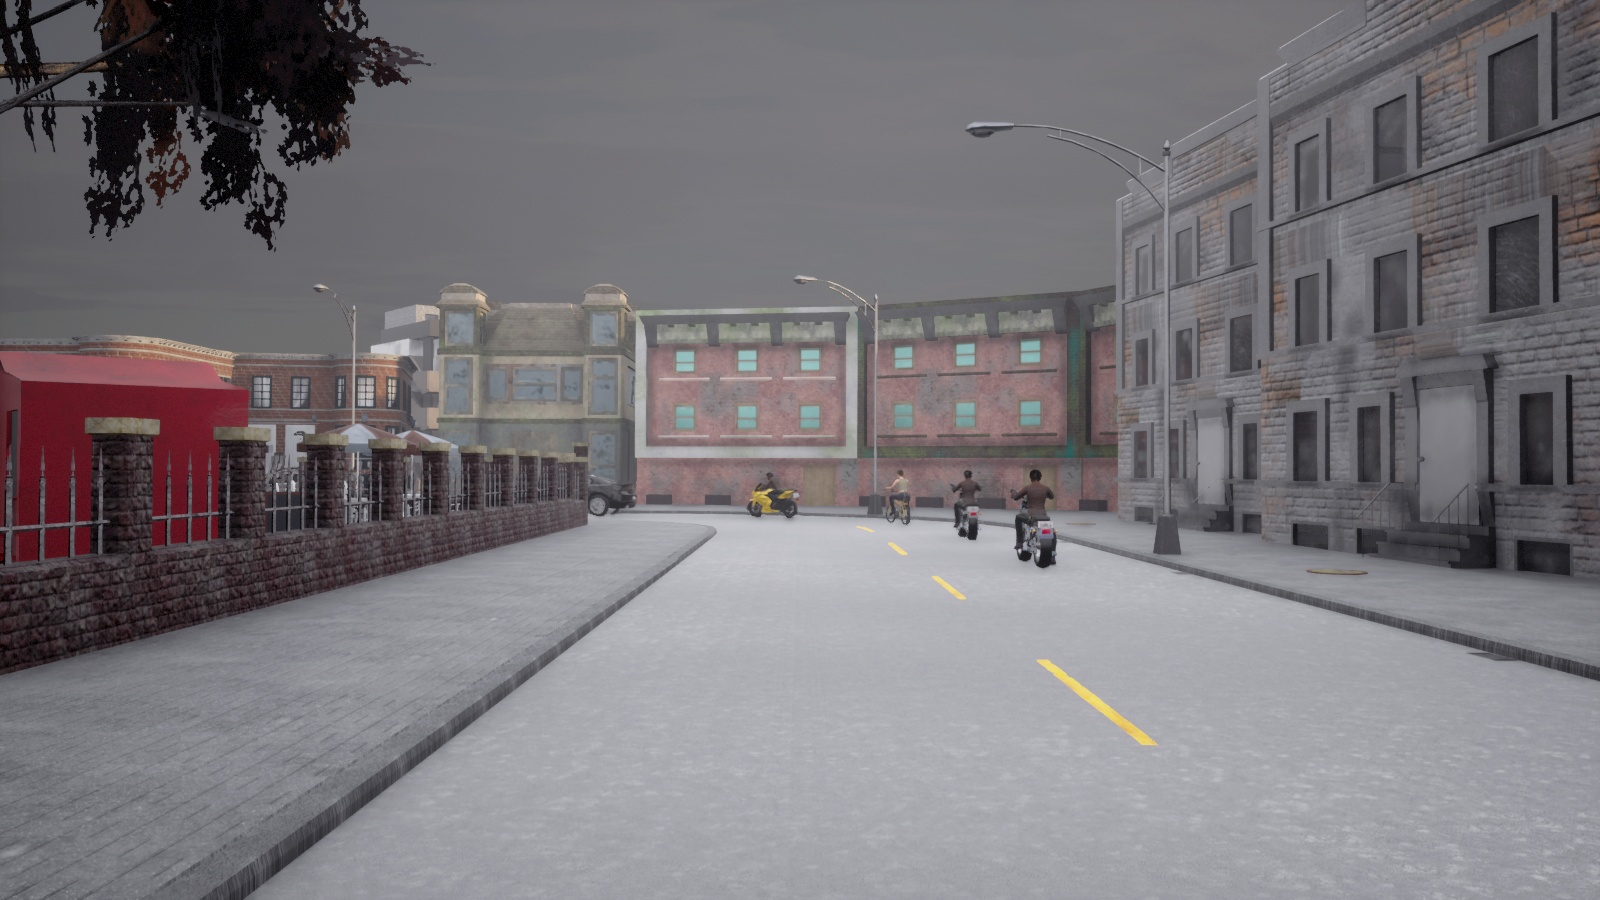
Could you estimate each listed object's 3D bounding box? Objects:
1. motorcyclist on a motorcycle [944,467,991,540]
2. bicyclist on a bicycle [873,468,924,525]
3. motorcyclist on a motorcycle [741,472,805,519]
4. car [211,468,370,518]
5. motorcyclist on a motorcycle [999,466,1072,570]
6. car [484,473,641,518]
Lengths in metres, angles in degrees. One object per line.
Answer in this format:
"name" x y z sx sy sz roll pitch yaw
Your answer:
"motorcyclist on a motorcycle" 3.928 1.245 29.557 0.766 1.649 2.350 0 -1 0
"bicyclist on a bicycle" 2.896 1.360 37.032 0.866 1.612 1.509 0 1 -23
"motorcyclist on a motorcycle" -0.902 1.497 41.498 2.044 1.523 0.797 -1 -1 35
"car" -17.580 1.459 43.499 4.611 1.667 2.242 0 -1 0
"motorcyclist on a motorcycle" 3.948 1.105 21.224 0.766 1.649 2.350 0 -1 0
"car" -8.178 1.554 43.481 5.008 1.535 1.882 0 -1 5
